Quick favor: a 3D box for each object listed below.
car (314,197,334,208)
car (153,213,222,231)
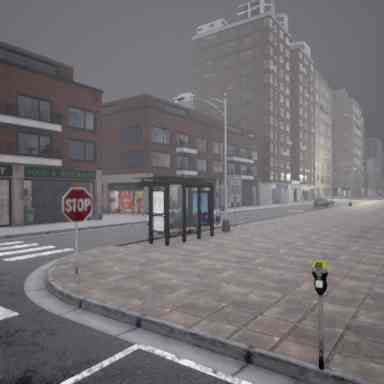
[{"bbox_3d":[18.376,1.382,46.282,2.128,1.511,4.902,0,0,35],"label":"car"},{"bbox_3d":[-0.263,1.499,19.913,2.033,1.411,5.357,0,0,35],"label":"car"}]
